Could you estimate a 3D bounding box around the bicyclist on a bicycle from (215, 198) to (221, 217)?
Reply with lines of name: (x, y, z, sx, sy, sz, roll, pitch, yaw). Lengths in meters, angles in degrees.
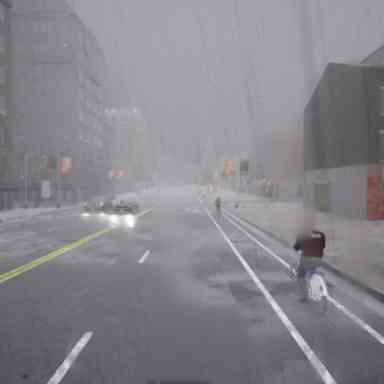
bicyclist on a bicycle: (2.258, 1.307, 28.811, 0.582, 1.620, 1.656, 0, 0, 0)

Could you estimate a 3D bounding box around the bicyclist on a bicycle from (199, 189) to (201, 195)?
bicyclist on a bicycle: (2.265, -0.003, 95.185, 0.659, 1.776, 1.843, 0, 2, 0)

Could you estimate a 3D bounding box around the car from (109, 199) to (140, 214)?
car: (-6.546, 1.418, 33.445, 1.895, 1.301, 4.718, 0, 0, 1)

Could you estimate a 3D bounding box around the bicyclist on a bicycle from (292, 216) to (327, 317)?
bicyclist on a bicycle: (2.252, 1.351, 6.524, 0.659, 1.776, 1.843, 0, 0, 0)

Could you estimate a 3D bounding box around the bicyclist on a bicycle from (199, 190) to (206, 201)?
bicyclist on a bicycle: (2.269, 0.880, 64.585, 0.866, 1.612, 1.509, 0, 1, 0)

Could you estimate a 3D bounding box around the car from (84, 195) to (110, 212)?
car: (-9.781, 1.155, 35.081, 2.097, 1.767, 4.553, 0, 1, 0)
